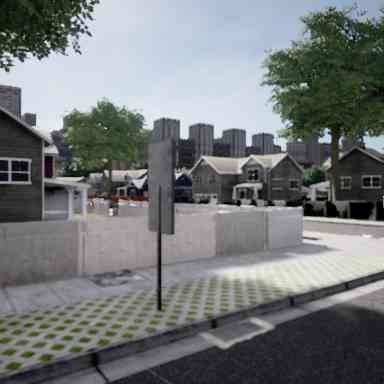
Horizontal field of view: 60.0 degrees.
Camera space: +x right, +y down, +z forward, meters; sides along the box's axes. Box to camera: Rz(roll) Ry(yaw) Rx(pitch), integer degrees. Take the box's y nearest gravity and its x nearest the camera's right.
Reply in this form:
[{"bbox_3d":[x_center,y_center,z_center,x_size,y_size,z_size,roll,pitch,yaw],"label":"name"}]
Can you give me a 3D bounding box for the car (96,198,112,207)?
[{"bbox_3d":[-13.751,1.588,50.412,1.812,1.442,4.674,0,0,-35],"label":"car"}]
